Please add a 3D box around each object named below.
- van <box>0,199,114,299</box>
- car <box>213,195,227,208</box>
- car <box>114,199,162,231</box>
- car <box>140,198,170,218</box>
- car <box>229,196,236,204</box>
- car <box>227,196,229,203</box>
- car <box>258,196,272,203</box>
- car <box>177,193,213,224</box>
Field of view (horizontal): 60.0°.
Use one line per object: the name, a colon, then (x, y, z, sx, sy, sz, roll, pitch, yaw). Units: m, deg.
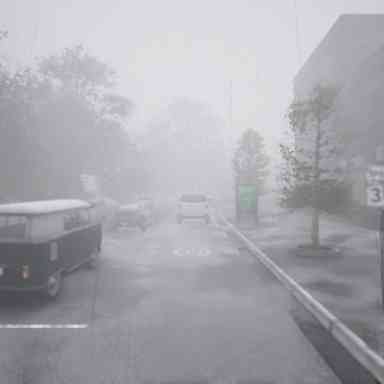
van: (-3.627, 1.219, 8.455, 1.878, 1.987, 4.442, 1, 1, 2)
car: (2.613, 1.199, 41.431, 1.837, 1.490, 4.892, -2, 0, 16)
car: (-3.404, 1.385, 19.709, 2.231, 1.521, 4.892, 0, 0, 2)
car: (-3.162, 1.298, 31.120, 2.097, 1.535, 5.008, 0, 0, 2)
car: (6.849, 1.365, 57.415, 2.097, 1.535, 5.008, -3, -3, 36)
car: (3.411, 1.316, 52.669, 2.231, 1.521, 4.892, -2, -1, 29)
car: (14.488, 1.530, 65.659, 5.008, 1.535, 2.097, 0, -3, -40)
car: (0.165, 1.076, 23.654, 2.150, 2.045, 5.566, 0, 0, 2)
